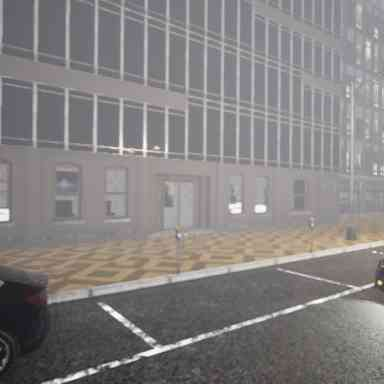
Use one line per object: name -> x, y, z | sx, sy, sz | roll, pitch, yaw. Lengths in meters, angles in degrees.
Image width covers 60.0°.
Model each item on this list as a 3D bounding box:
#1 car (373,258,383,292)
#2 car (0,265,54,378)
car -> 6.055, 1.649, 7.705 | 4.181, 1.385, 1.994 | 1, 0, -36
car -> -3.889, 1.556, 3.783 | 4.313, 1.339, 1.947 | 1, 0, -36
